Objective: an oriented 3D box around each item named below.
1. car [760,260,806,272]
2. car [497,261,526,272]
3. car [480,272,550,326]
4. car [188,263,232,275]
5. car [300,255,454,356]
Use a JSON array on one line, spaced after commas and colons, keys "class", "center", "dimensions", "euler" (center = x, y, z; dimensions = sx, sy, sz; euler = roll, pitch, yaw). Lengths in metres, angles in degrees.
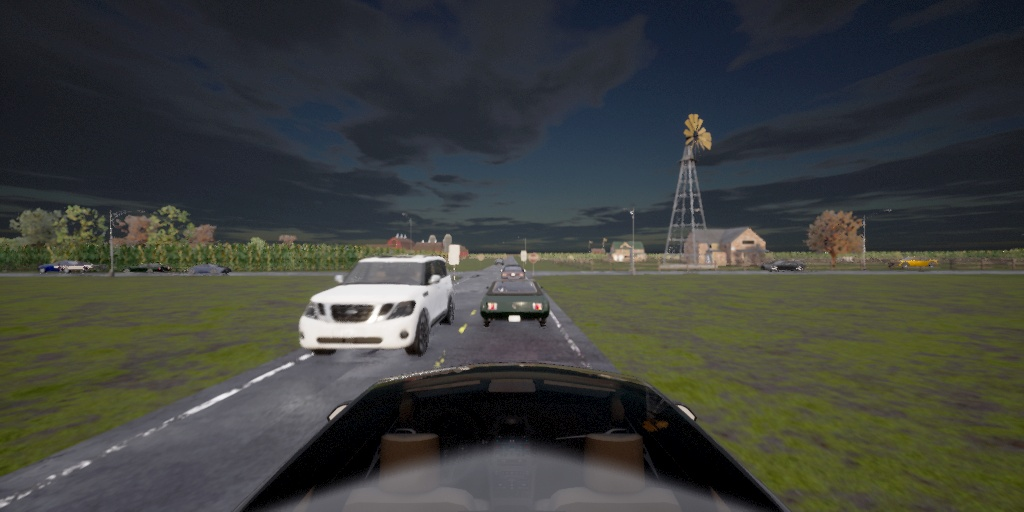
[{"class": "car", "center": [34.015, 1.230, 45.071], "dimensions": [4.892, 1.490, 1.837], "euler": [0, 1, 3]}, {"class": "car", "center": [0.085, 1.373, 27.724], "dimensions": [2.033, 1.411, 5.357], "euler": [0, 0, 0]}, {"class": "car", "center": [0.085, 1.382, 11.774], "dimensions": [1.895, 1.301, 4.718], "euler": [0, 0, 0]}, {"class": "car", "center": [-36.453, 1.577, 43.341], "dimensions": [4.181, 1.385, 1.994], "euler": [0, 1, 0]}, {"class": "car", "center": [-2.850, 0.994, 9.026], "dimensions": [2.150, 2.045, 5.566], "euler": [0, 0, 0]}]
